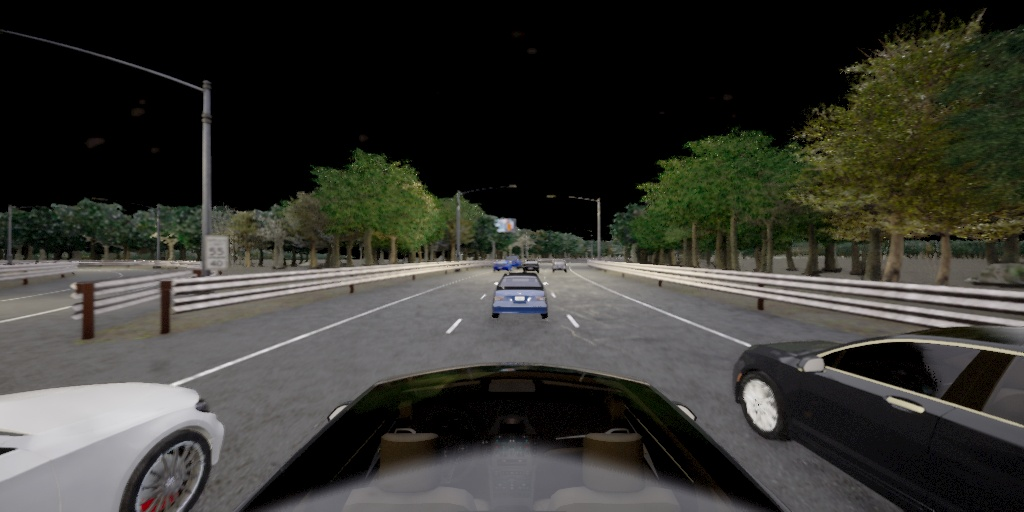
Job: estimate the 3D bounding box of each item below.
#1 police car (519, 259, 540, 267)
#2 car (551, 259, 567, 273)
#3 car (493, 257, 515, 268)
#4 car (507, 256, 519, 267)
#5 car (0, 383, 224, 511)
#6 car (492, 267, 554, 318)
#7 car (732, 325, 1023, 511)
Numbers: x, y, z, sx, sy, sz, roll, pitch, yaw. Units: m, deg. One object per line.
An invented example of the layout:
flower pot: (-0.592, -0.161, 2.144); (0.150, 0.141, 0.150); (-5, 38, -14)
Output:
police car: (2.327, 1.209, 42.866); (1.930, 1.638, 5.238); (0, 0, 6)
car: (5.899, 1.341, 44.626); (2.033, 1.411, 5.357); (0, 0, 7)
car: (-1.117, 1.265, 44.870); (1.882, 1.535, 5.008); (0, 0, 7)
car: (0.137, 1.041, 55.181); (2.150, 2.045, 5.566); (0, 0, 8)
car: (-3.366, 1.272, 1.074); (1.812, 1.442, 4.674); (0, 0, 0)
car: (0.305, 1.299, 13.068); (2.033, 1.411, 5.357); (0, 0, 2)
car: (3.634, 1.259, 2.477); (1.837, 1.490, 4.892); (0, 0, 0)
